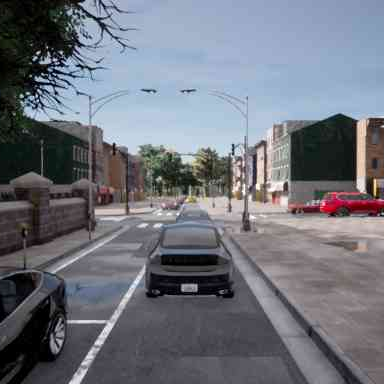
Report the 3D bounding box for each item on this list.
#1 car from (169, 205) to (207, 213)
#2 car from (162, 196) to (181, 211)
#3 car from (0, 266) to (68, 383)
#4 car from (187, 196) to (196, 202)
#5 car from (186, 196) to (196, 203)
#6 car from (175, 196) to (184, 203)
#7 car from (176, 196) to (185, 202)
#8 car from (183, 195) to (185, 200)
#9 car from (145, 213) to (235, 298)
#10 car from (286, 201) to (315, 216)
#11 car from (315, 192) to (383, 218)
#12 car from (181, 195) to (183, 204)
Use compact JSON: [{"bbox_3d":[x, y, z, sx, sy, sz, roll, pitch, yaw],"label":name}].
[{"bbox_3d":[0.079,1.552,15.936,2.033,1.411,5.357,0,0,0],"label":"car"},{"bbox_3d":[-2.699,1.477,41.515,1.967,1.590,4.097,-1,0,0],"label":"car"},{"bbox_3d":[-2.648,1.565,3.195,1.947,1.339,4.313,-1,0,0],"label":"car"},{"bbox_3d":[-0.103,1.671,82.105,2.033,1.411,5.357,0,0,0],"label":"car"},{"bbox_3d":[-0.079,1.582,71.670,1.882,1.535,5.008,0,0,0],"label":"car"},{"bbox_3d":[-2.739,1.655,74.123,1.887,1.381,4.507,-1,0,0],"label":"car"},{"bbox_3d":[-2.746,1.690,79.558,1.947,1.339,4.313,-1,0,0],"label":"car"},{"bbox_3d":[-2.726,1.627,63.253,1.887,1.381,4.507,-1,0,0],"label":"car"},{"bbox_3d":[-0.033,1.505,8.491,1.837,1.490,4.892,0,0,0],"label":"car"},{"bbox_3d":[10.920,1.428,29.802,4.718,1.301,1.895,-1,1,0],"label":"car"},{"bbox_3d":[13.303,1.044,26.850,5.566,2.045,2.150,-1,1,0],"label":"car"},{"bbox_3d":[-2.706,1.487,46.949,1.967,1.590,4.097,-1,0,0],"label":"car"}]
